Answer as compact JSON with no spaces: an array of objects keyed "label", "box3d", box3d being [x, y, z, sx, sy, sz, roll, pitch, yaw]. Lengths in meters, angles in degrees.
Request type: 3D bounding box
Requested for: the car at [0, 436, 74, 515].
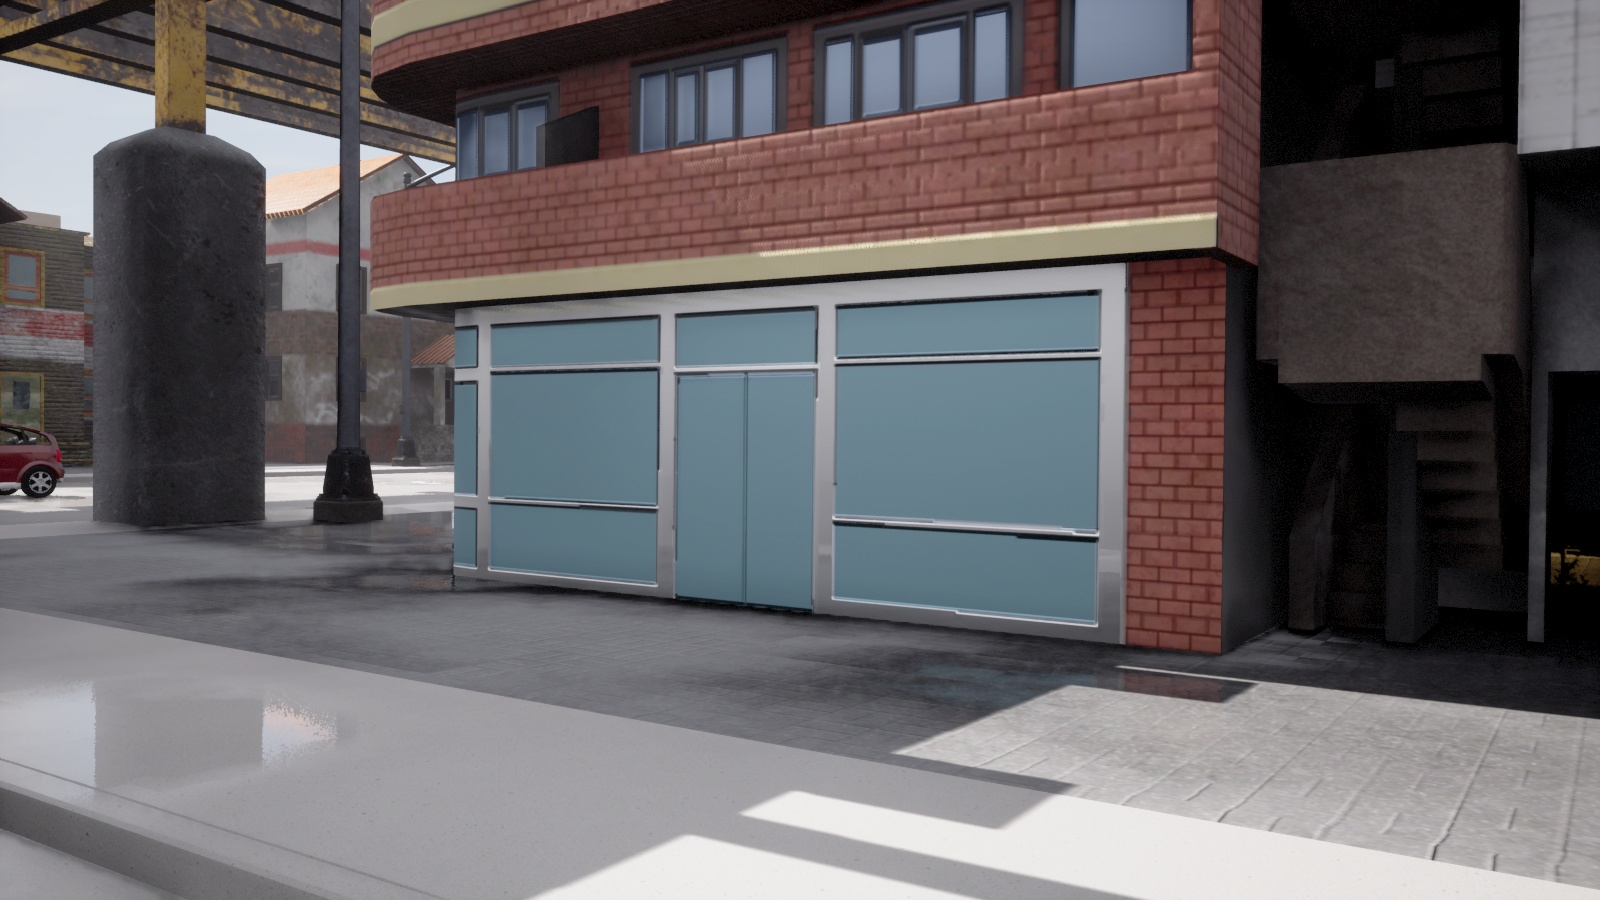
[{"label":"car","box3d":[-16.831,0.521,24.977,1.789,1.549,3.705,0,1,33]}]
